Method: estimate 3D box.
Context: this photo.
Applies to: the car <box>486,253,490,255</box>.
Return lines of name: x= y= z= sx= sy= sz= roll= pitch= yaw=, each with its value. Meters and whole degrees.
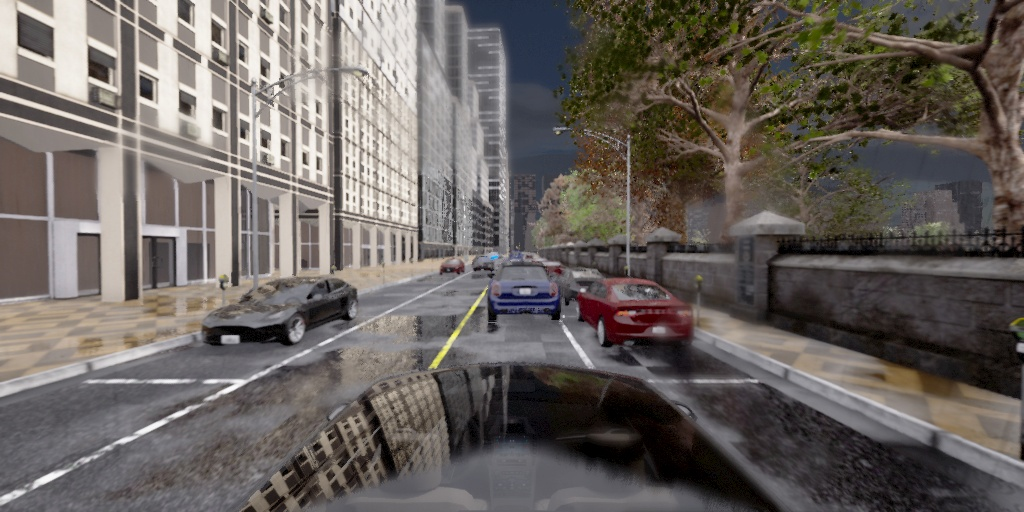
car: x=-4.823 y=0.620 z=54.127 sx=1.948 sy=1.339 sz=4.313 roll=0 pitch=0 yaw=1

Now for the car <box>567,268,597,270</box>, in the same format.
car: x=2.718 y=1.129 z=14.462 sx=2.007 sy=1.370 sz=4.403 roll=0 pitch=0 yaw=0

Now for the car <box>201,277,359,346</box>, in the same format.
car: x=-5.459 y=1.216 z=9.136 sx=1.948 sy=1.339 sz=4.313 roll=0 pitch=0 yaw=0

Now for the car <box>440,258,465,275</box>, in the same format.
car: x=-5.192 y=0.895 z=31.628 sx=1.888 sy=1.381 sz=4.507 roll=0 pitch=0 yaw=0

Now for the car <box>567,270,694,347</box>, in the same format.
car: x=2.711 y=1.199 z=8.830 sx=1.888 sy=1.381 sz=4.507 roll=0 pitch=0 yaw=0

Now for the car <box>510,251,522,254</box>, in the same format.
car: x=0.609 y=0.270 z=54.582 sx=2.150 sy=2.045 sz=5.566 roll=0 pitch=1 yaw=1

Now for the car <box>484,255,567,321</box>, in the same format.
car: x=0.260 y=0.964 z=11.937 sx=2.097 sy=1.767 sz=4.553 roll=0 pitch=1 yaw=-3

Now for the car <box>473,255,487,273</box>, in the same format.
car: x=-2.660 y=0.850 z=35.256 sx=2.033 sy=1.411 sz=5.357 roll=0 pitch=1 yaw=1
